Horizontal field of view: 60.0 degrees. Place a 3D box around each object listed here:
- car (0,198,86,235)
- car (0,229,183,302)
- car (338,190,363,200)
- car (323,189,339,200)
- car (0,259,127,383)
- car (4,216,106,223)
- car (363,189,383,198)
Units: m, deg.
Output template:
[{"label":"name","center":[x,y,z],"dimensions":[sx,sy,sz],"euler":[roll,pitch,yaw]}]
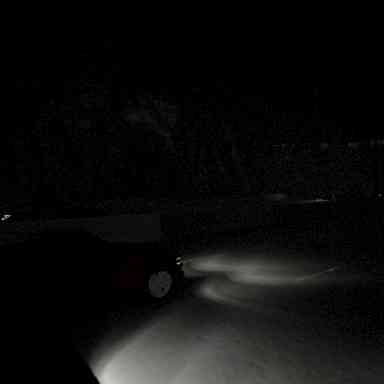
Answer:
[{"label":"car","center":[-8.818,1.290,19.364],"dimensions":[4.553,1.767,2.097],"euler":[-1,1,-37]},{"label":"car","center":[-2.485,1.452,6.374],"dimensions":[5.008,1.535,1.882],"euler":[-1,1,-36]},{"label":"car","center":[25.745,0.525,52.544],"dimensions":[4.902,1.511,2.128],"euler":[-1,1,-40]},{"label":"car","center":[23.808,0.382,55.485],"dimensions":[4.553,1.767,2.097],"euler":[-2,1,-40]},{"label":"car","center":[-3.109,1.583,1.540],"dimensions":[5.357,1.411,2.033],"euler":[-1,1,-36]},{"label":"car","center":[-6.470,1.420,16.744],"dimensions":[4.902,1.511,2.128],"euler":[-1,1,-37]},{"label":"car","center":[28.246,0.368,50.072],"dimensions":[4.553,1.767,2.097],"euler":[-2,1,-40]}]
